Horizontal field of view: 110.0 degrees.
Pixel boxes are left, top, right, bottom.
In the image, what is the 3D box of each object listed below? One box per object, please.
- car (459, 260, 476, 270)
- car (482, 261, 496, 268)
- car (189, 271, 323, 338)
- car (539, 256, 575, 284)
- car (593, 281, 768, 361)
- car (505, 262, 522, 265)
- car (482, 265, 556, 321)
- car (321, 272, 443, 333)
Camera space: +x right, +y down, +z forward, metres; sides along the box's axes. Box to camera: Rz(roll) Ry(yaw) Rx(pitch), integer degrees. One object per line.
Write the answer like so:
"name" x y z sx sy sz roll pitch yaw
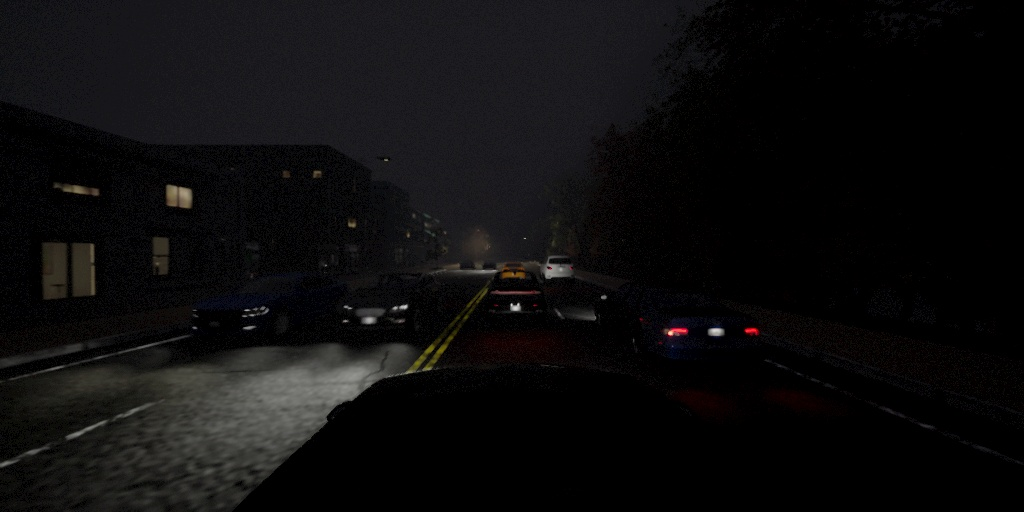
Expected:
"car" -6.552 1.300 53.072 1.812 1.442 4.674 0 0 0
"car" -3.307 1.375 52.645 1.895 1.301 4.718 0 0 0
"car" -6.599 1.233 10.455 1.882 1.535 5.008 0 0 0
"car" 3.357 0.983 27.275 2.150 2.045 5.566 0 0 0
"car" 3.352 1.300 8.394 2.033 1.411 5.357 0 0 0
"car" 0.107 1.241 29.784 1.882 1.535 5.008 0 0 0
"car" 0.103 1.247 12.426 2.128 1.511 4.902 0 0 0
"car" -3.349 1.246 10.842 2.128 1.511 4.902 0 0 0
